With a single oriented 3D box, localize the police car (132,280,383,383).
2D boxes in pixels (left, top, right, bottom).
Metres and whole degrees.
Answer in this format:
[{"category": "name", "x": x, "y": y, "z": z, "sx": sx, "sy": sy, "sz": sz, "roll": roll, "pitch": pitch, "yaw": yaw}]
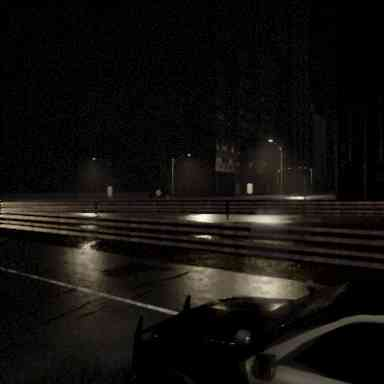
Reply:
[{"category": "police car", "x": 1.633, "y": 1.506, "z": 2.707, "sx": 4.974, "sy": 1.542, "sz": 2.038, "roll": -1, "pitch": 0, "yaw": 35}]
